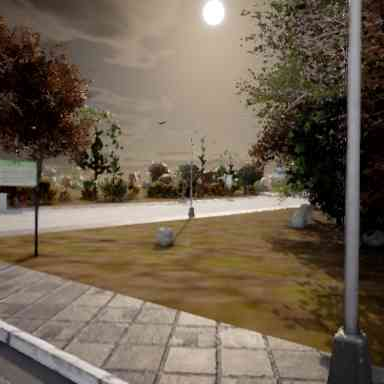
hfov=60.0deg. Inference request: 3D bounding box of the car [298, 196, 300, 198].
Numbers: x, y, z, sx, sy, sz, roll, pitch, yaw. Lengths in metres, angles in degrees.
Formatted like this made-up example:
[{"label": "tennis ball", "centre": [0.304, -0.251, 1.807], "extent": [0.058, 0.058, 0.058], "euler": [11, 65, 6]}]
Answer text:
[{"label": "car", "centre": [27.693, 0.865, 83.211], "extent": [1.895, 1.301, 4.718], "euler": [1, 1, 21]}]
